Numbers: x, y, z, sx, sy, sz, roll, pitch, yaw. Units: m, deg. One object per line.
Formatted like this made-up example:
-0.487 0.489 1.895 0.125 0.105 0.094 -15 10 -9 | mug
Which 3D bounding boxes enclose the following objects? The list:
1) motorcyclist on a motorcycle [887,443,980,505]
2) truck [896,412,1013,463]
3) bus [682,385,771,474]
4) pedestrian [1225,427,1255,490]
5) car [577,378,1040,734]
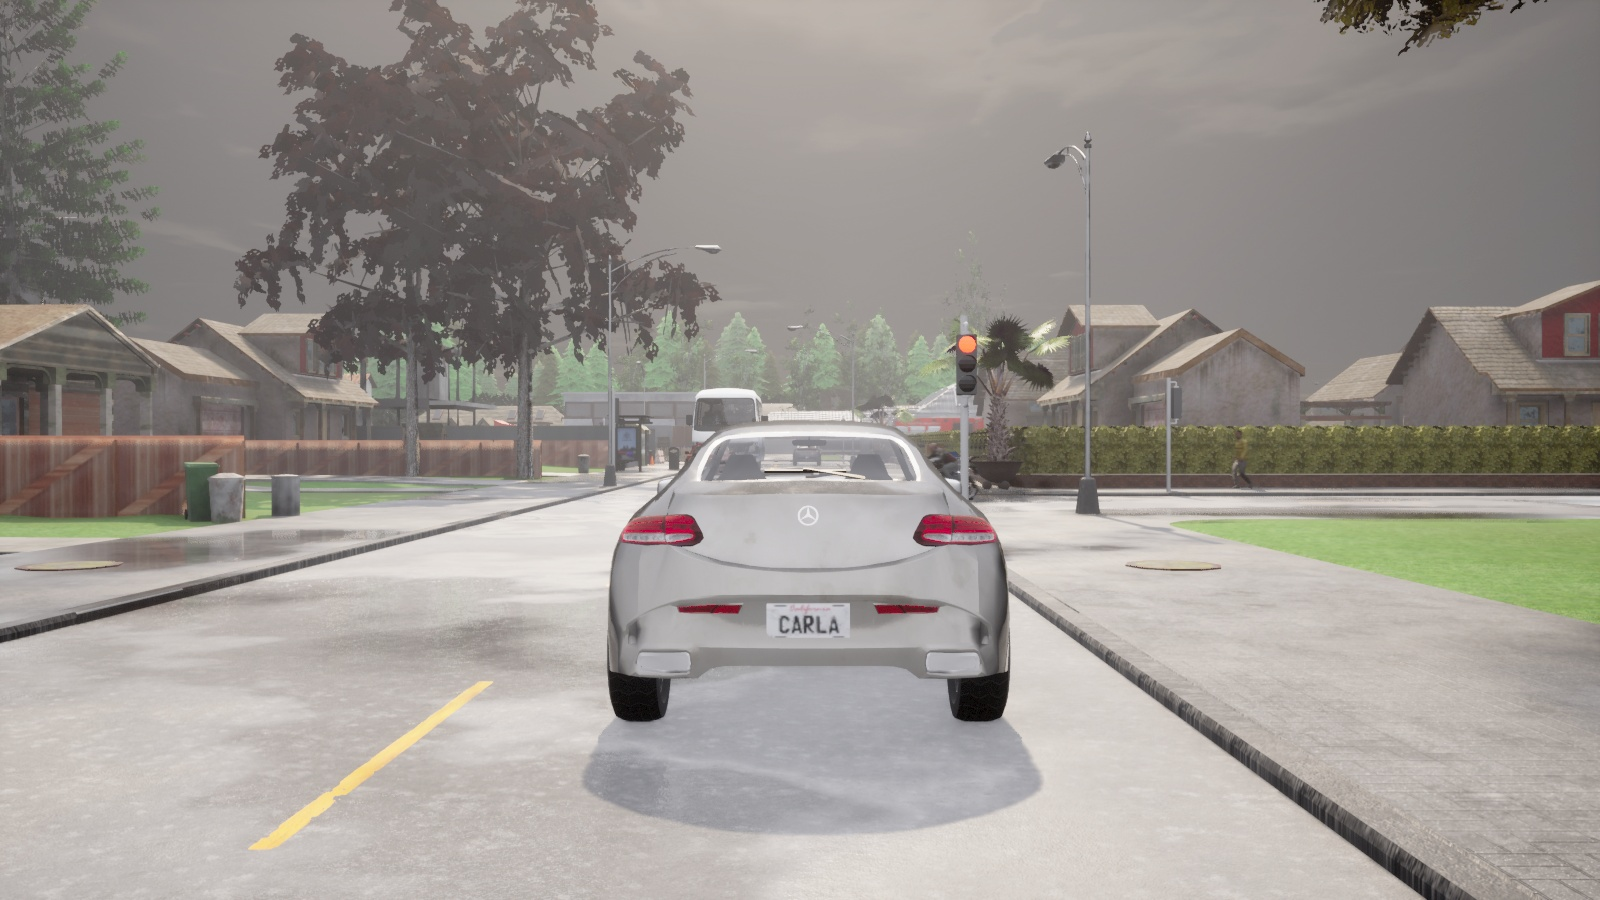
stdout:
3.429 0.602 32.242 2.191 1.530 0.866 0 1 -15 | motorcyclist on a motorcycle
11.536 -0.943 94.558 8.468 3.827 2.891 0 0 0 | truck
-3.622 -1.001 65.183 3.944 4.253 10.273 0 0 0 | bus
13.022 0.257 37.169 0.709 1.840 0.431 0 0 -22 | pedestrian
0.062 0.478 8.355 2.152 1.651 5.027 0 0 1 | car
